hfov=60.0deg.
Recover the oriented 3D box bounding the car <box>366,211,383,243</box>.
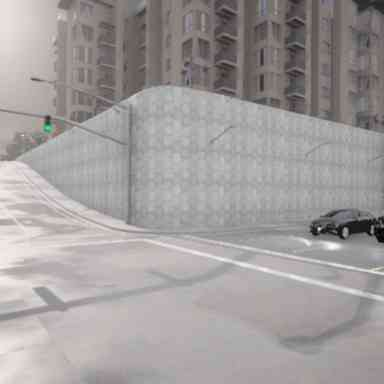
[{"bbox_3d":[11.155,1.448,16.263,5.566,2.045,2.150,1,0,-36],"label":"car"}]

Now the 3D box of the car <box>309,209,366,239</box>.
[{"bbox_3d":[8.602,1.724,18.745,4.892,1.490,1.837,1,-1,-36],"label":"car"}]
